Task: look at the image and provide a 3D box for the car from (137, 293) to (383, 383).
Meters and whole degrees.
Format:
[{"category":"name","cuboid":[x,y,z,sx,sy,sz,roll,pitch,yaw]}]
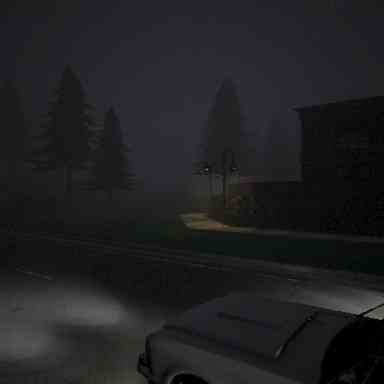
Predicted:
[{"category":"car","cuboid":[1.793,1.601,2.706,4.718,1.301,1.895,0,0,36]}]
